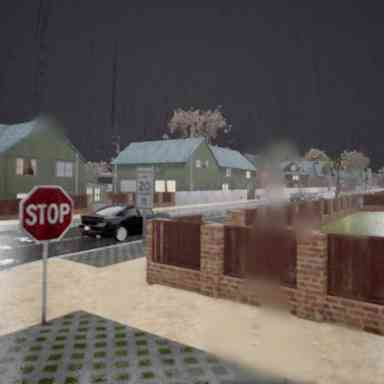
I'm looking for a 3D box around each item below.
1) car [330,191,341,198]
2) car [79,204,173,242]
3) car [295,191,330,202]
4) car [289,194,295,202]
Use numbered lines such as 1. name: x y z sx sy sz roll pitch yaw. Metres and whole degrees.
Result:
1. car: 20.320 0.619 48.495 1.812 1.442 4.674 2 2 35
2. car: -2.877 1.290 15.658 1.882 1.535 5.008 2 2 35
3. car: 14.829 0.816 40.631 2.033 1.411 5.357 2 2 36
4. car: 15.187 0.650 45.995 2.033 1.411 5.357 2 2 35
